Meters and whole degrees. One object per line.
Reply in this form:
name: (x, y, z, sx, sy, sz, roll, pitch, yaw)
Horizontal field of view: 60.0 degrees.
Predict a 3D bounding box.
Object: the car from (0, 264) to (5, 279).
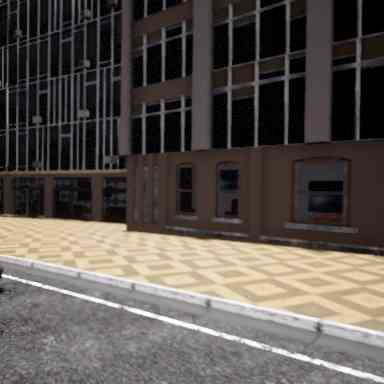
car: (-6.786, 1.535, 8.144, 5.357, 1.411, 2.033, 0, 0, 33)
